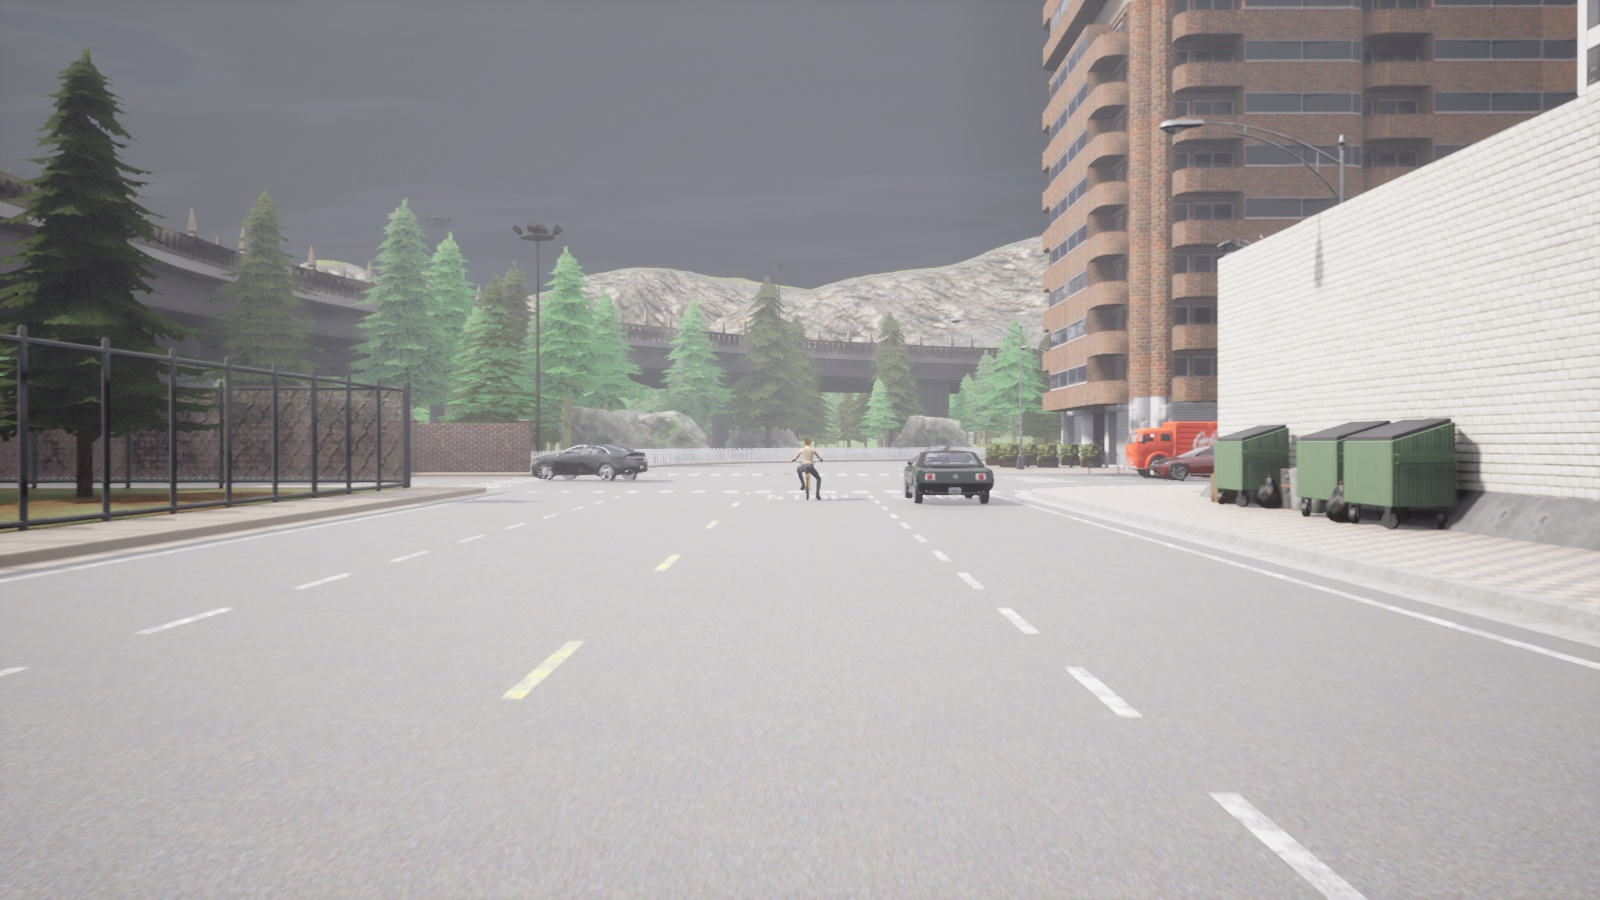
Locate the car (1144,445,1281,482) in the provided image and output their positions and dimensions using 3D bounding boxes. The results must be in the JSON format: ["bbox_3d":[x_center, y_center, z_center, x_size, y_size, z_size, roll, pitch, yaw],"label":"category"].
[{"bbox_3d":[16.609,0.529,50.736,4.792,1.488,2.163,0,0,0],"label":"car"}]

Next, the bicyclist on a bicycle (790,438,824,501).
[{"bbox_3d":[0.199,0.499,32.697,0.866,1.612,1.509,0,0,1],"label":"bicyclist on a bicycle"}]

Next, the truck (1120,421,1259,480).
[{"bbox_3d":[16.753,0.023,54.234,5.204,2.467,2.627,0,0,0],"label":"truck"}]

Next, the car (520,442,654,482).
[{"bbox_3d":[-8.505,0.438,50.067,4.902,1.511,2.128,0,0,23],"label":"car"}]

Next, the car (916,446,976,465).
[{"bbox_3d":[10.086,0.369,86.285,1.895,1.301,4.718,0,0,39],"label":"car"}]

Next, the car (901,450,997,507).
[{"bbox_3d":[3.696,0.670,31.897,1.895,1.301,4.718,0,0,0],"label":"car"}]
